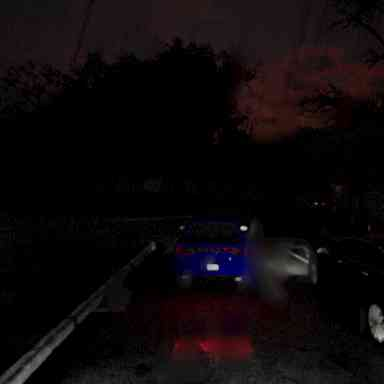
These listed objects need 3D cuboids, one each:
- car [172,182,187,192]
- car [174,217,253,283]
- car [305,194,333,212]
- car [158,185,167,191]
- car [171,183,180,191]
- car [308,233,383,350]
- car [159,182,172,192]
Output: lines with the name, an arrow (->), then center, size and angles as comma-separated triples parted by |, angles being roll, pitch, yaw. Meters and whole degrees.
car -> -2.371, -1.138, 71.532 | 2.150, 2.045, 5.566 | 0, 1, -10
car -> 0.618, 1.459, 9.721 | 1.882, 1.535, 5.008 | 0, 1, 4
car -> 11.190, 0.907, 29.172 | 2.033, 1.411, 5.357 | 1, 3, 27
car -> -7.294, -1.006, 82.094 | 2.128, 1.511, 4.902 | 0, 1, -5
car -> -4.023, -1.184, 82.058 | 2.097, 1.767, 4.553 | 0, 1, -5
car -> 3.661, 1.523, 6.214 | 1.837, 1.490, 4.892 | 0, 0, 3
car -> -5.724, -1.130, 71.798 | 2.150, 2.045, 5.566 | 0, 1, -10
